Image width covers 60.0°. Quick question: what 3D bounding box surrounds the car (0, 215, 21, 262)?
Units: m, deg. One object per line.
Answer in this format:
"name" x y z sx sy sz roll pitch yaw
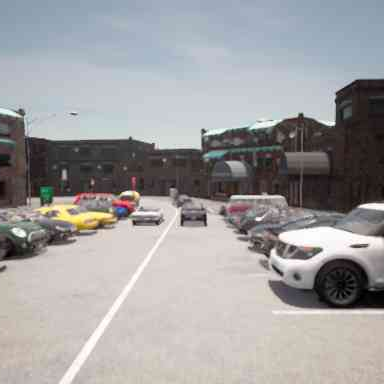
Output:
"car" -7.706 1.517 9.098 4.792 1.488 2.163 0 0 0

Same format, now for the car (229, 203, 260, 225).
"car" 4.657 1.534 18.642 4.674 1.452 2.002 0 0 0

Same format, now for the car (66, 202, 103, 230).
"car" -7.860 1.491 17.912 5.366 1.575 1.946 0 0 0

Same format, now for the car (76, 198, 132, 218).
"car" -7.679 1.473 26.623 5.008 1.535 2.097 0 0 0

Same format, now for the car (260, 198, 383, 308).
"car" 4.624 1.234 7.466 5.566 2.045 2.435 0 0 0

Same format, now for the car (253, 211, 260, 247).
"car" 4.647 1.488 10.261 5.008 1.535 2.097 0 0 0

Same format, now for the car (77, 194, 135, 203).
"car" -7.644 1.177 29.565 5.566 2.045 2.435 0 1 0

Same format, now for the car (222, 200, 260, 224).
"car" 4.662 1.497 21.432 4.892 1.521 2.231 0 0 0

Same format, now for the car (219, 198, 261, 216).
"car" 4.651 1.469 27.035 4.892 1.521 2.231 0 1 0

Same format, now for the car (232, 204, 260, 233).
"car" 4.648 1.493 15.972 4.892 1.521 2.231 0 0 0

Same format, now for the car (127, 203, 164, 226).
"car" -3.086 1.614 23.809 1.895 1.301 4.718 0 0 0

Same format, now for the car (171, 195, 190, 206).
"car" -1.279 1.068 41.151 1.812 1.442 4.674 -1 3 -16

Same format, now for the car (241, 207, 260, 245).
"car" 4.660 1.491 13.053 4.892 1.521 2.231 0 0 0

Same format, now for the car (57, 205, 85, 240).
"car" -7.682 1.493 14.848 4.892 1.521 2.231 0 0 0

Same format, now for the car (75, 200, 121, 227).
"car" -7.490 1.493 20.851 5.366 1.575 1.946 0 0 0

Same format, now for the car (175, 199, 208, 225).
"car" 0.106 1.500 24.326 2.128 1.511 4.902 0 0 0

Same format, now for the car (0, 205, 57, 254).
"car" -7.708 1.364 12.036 4.553 1.767 2.185 0 0 0
